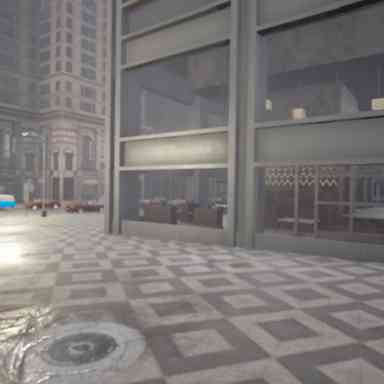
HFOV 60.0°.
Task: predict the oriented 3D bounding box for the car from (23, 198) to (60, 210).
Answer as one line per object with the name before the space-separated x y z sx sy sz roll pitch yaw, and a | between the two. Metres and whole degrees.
car | -18.619 1.463 41.379 1.887 1.381 4.507 1 0 35

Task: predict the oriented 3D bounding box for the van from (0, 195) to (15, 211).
van | -21.802 1.239 36.864 1.690 1.788 3.998 1 0 35

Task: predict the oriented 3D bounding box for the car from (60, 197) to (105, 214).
car | -11.641 1.627 36.432 1.887 1.381 4.507 1 0 35

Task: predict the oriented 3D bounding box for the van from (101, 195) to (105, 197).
van | -12.244 1.301 50.405 1.690 1.788 3.998 1 0 35
